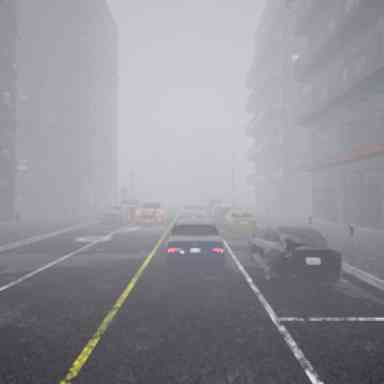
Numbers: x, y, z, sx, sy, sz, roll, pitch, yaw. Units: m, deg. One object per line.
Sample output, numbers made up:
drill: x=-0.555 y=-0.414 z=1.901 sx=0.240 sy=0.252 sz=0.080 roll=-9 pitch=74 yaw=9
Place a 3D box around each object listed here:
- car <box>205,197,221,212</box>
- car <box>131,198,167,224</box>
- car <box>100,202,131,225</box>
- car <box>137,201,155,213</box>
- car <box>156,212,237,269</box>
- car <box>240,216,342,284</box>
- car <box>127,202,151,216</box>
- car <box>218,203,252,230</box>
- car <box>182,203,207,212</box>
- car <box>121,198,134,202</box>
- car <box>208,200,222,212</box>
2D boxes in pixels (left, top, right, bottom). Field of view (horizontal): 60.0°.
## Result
car: x=2.835 y=1.584 z=42.432 sx=2.192 sy=1.841 sz=5.009 roll=1 pitch=0 yaw=0
car: x=-3.102 y=1.515 z=25.880 sx=2.097 sy=1.767 sz=4.553 roll=0 pitch=0 yaw=0
car: x=-5.813 y=1.713 z=25.759 sx=2.008 sy=1.369 sz=4.403 roll=1 pitch=0 yaw=0
car: x=-5.816 y=1.851 z=42.463 sx=1.802 sy=1.307 sz=4.206 roll=1 pitch=0 yaw=0
car: x=0.092 y=1.619 z=11.358 sx=2.033 sy=1.411 sz=5.357 roll=0 pitch=0 yaw=0
car: x=2.770 y=1.627 z=9.665 sx=1.947 sy=1.339 sz=4.313 roll=1 pitch=0 yaw=0
car: x=-5.815 y=1.799 z=36.896 sx=1.947 sy=1.339 sz=4.313 roll=1 pitch=0 yaw=0
car: x=2.835 y=1.654 z=20.330 sx=1.752 sy=1.417 sz=4.829 roll=1 pitch=0 yaw=0
car: x=0.093 y=1.788 z=29.599 sx=1.895 sy=1.301 sz=4.718 roll=0 pitch=0 yaw=0
car: x=-5.811 y=1.513 z=31.329 sx=2.192 sy=1.841 sz=5.009 roll=1 pitch=0 yaw=0
car: x=2.833 y=1.749 z=31.296 sx=2.008 sy=1.369 sz=4.403 roll=1 pitch=0 yaw=0
